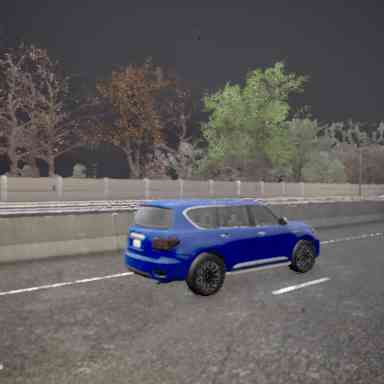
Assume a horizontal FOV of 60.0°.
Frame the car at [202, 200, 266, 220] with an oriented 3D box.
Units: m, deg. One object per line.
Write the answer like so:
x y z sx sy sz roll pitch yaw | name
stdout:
3.592 1.463 28.055 5.357 1.411 2.033 0 0 -36 | car

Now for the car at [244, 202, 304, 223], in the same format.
6.406 1.513 25.762 4.718 1.301 1.895 0 0 -35 | car

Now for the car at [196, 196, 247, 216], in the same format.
2.881 1.262 31.843 4.553 1.767 2.097 0 0 -35 | car

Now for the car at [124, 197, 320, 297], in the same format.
0.988 1.193 8.756 5.566 2.045 2.150 0 0 -35 | car
